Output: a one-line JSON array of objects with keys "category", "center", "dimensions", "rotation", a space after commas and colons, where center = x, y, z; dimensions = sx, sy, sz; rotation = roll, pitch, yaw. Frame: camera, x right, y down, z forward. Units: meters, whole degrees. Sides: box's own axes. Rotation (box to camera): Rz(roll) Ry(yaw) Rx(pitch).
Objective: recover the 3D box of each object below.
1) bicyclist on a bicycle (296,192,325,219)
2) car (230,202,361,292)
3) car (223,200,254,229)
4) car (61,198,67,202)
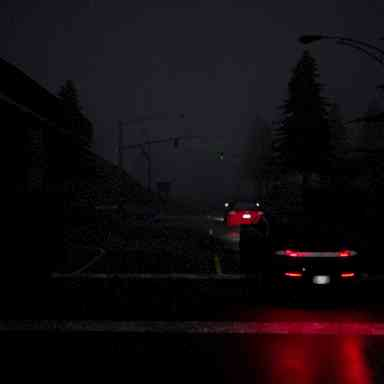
[{"category": "bicyclist on a bicycle", "center": [6.639, 0.845, 18.735], "dimensions": [1.656, 1.620, 0.582], "rotation": [0, 1, 2]}, {"category": "car", "center": [2.310, 1.244, 8.220], "dimensions": [2.128, 1.511, 4.902], "rotation": [0, 2, 1]}, {"category": "car", "center": [2.794, 1.124, 18.321], "dimensions": [1.994, 1.385, 4.181], "rotation": [0, 1, 3]}, {"category": "car", "center": [-14.997, 1.005, 35.045], "dimensions": [4.181, 1.385, 1.994], "rotation": [0, 1, 2]}]
